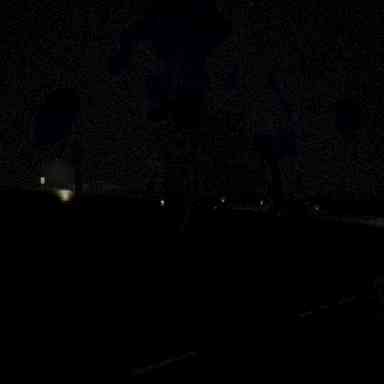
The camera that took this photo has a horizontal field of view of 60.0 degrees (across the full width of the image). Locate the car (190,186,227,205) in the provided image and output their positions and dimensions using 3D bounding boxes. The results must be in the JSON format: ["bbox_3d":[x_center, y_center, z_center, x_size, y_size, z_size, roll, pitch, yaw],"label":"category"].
[{"bbox_3d":[1.587,0.513,34.241,2.128,1.511,4.902,0,2,-35],"label":"car"}]

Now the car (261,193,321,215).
[{"bbox_3d":[7.581,0.897,25.821,2.128,1.511,4.902,0,2,-35],"label":"car"}]

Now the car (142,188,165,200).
[{"bbox_3d":[-4.533,0.188,42.850,2.033,1.411,5.357,0,2,-35],"label":"car"}]

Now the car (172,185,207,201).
[{"bbox_3d":[-0.410,0.102,42.125,2.097,1.767,4.553,0,2,-35],"label":"car"}]

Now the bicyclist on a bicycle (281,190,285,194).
[{"bbox_3d":[9.210,0.666,33.852,1.656,1.620,0.582,0,2,-35],"label":"bicyclist on a bicycle"}]

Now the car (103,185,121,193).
[{"bbox_3d":[-15.204,-0.651,62.903,1.882,1.535,5.008,0,1,-36],"label":"car"}]
